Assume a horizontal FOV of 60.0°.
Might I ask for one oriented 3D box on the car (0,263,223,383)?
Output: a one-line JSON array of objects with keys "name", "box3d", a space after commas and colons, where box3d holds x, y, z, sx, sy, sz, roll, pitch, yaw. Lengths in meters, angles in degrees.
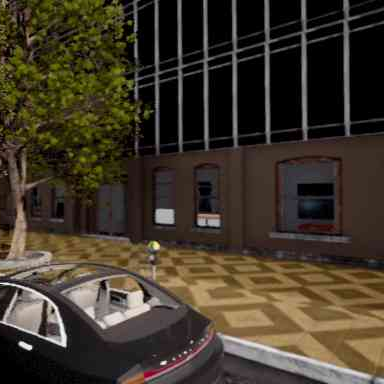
[{"name": "car", "box3d": [-1.735, 1.580, 4.106, 4.403, 1.369, 2.008, -1, 0, 35]}]
